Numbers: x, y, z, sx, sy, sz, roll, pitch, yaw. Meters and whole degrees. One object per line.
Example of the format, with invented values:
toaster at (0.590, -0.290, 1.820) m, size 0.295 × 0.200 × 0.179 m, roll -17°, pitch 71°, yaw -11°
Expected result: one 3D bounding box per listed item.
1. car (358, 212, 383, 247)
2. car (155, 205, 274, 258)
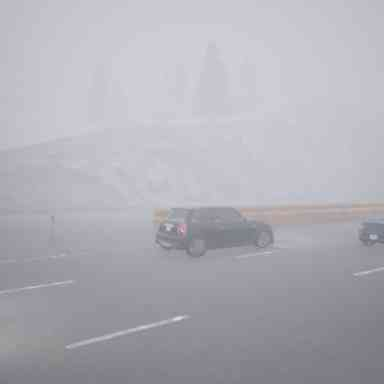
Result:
car at (8.520, 1.427, 13.093) m, size 4.674 × 1.442 × 1.812 m, roll 0°, pitch 0°, yaw -30°
car at (0.977, 1.275, 12.629) m, size 4.553 × 1.767 × 2.097 m, roll 0°, pitch 0°, yaw -33°
